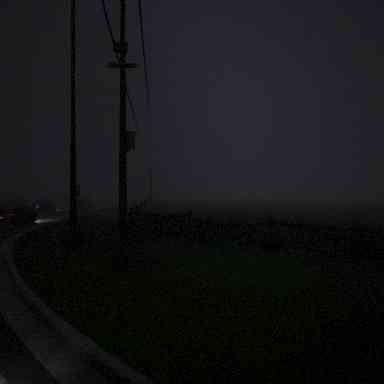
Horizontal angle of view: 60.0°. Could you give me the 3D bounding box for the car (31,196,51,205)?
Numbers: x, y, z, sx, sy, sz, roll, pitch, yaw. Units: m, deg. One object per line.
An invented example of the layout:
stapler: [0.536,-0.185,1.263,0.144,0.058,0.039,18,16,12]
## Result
car: [-26.581,1.525,58.770,1.812,1.442,4.674,0,0,-6]

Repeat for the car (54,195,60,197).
car: [-27.604,1.384,68.625,1.994,1.385,4.181,0,0,-6]

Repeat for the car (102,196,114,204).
car: [-16.650,1.547,65.767,2.033,1.411,5.357,0,0,-6]

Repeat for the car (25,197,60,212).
car: [-17.383,1.563,38.921,1.994,1.385,4.181,0,0,-6]

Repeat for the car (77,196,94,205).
car: [-19.795,1.547,62.170,2.033,1.411,5.357,0,0,-6]

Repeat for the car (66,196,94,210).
car: [-14.259,1.504,42.725,1.837,1.490,4.892,0,0,-6]

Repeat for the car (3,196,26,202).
car: [-20.961,1.504,39.495,1.837,1.490,4.892,0,0,-6]

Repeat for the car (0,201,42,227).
car: [-12.185,1.564,22.743,1.994,1.385,4.181,0,0,-6]

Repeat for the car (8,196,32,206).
car: [-29.919,1.492,57.999,2.128,1.511,4.902,0,0,-6]

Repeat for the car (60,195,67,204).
car: [-23.560,1.525,64.540,1.812,1.442,4.674,0,0,-6]
